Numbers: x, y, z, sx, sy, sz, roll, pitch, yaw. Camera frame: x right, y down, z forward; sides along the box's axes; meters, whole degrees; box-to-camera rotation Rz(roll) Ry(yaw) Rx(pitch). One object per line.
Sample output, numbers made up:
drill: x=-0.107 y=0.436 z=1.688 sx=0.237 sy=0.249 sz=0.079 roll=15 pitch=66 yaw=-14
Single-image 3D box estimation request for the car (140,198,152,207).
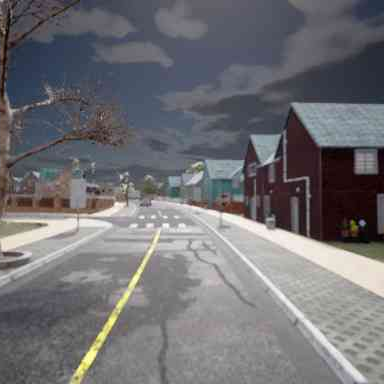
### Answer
car: x=-8.697 y=1.897 z=63.063 sx=2.097 sy=1.767 sz=4.553 roll=0 pitch=-1 yaw=-10
